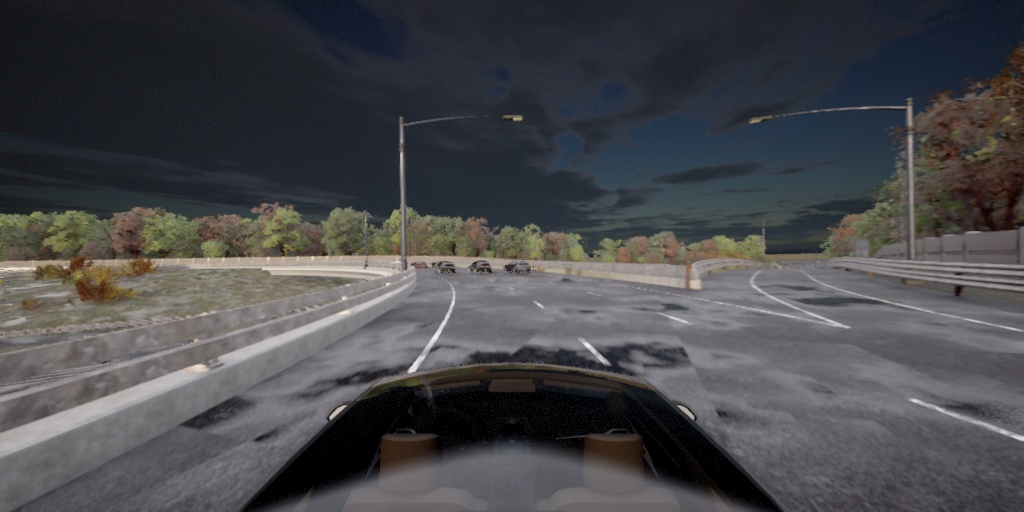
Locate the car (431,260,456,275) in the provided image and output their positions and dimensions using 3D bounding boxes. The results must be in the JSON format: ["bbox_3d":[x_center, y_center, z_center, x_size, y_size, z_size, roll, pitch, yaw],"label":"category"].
[{"bbox_3d":[-8.043,1.399,42.878,1.837,1.490,4.892,-1,0,-22],"label":"car"}]

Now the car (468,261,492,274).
[{"bbox_3d":[-3.797,1.320,41.703,1.837,1.490,4.892,0,0,-21],"label":"car"}]

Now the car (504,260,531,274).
[{"bbox_3d":[0.530,1.228,40.014,2.128,1.511,4.902,-1,0,-19],"label":"car"}]
